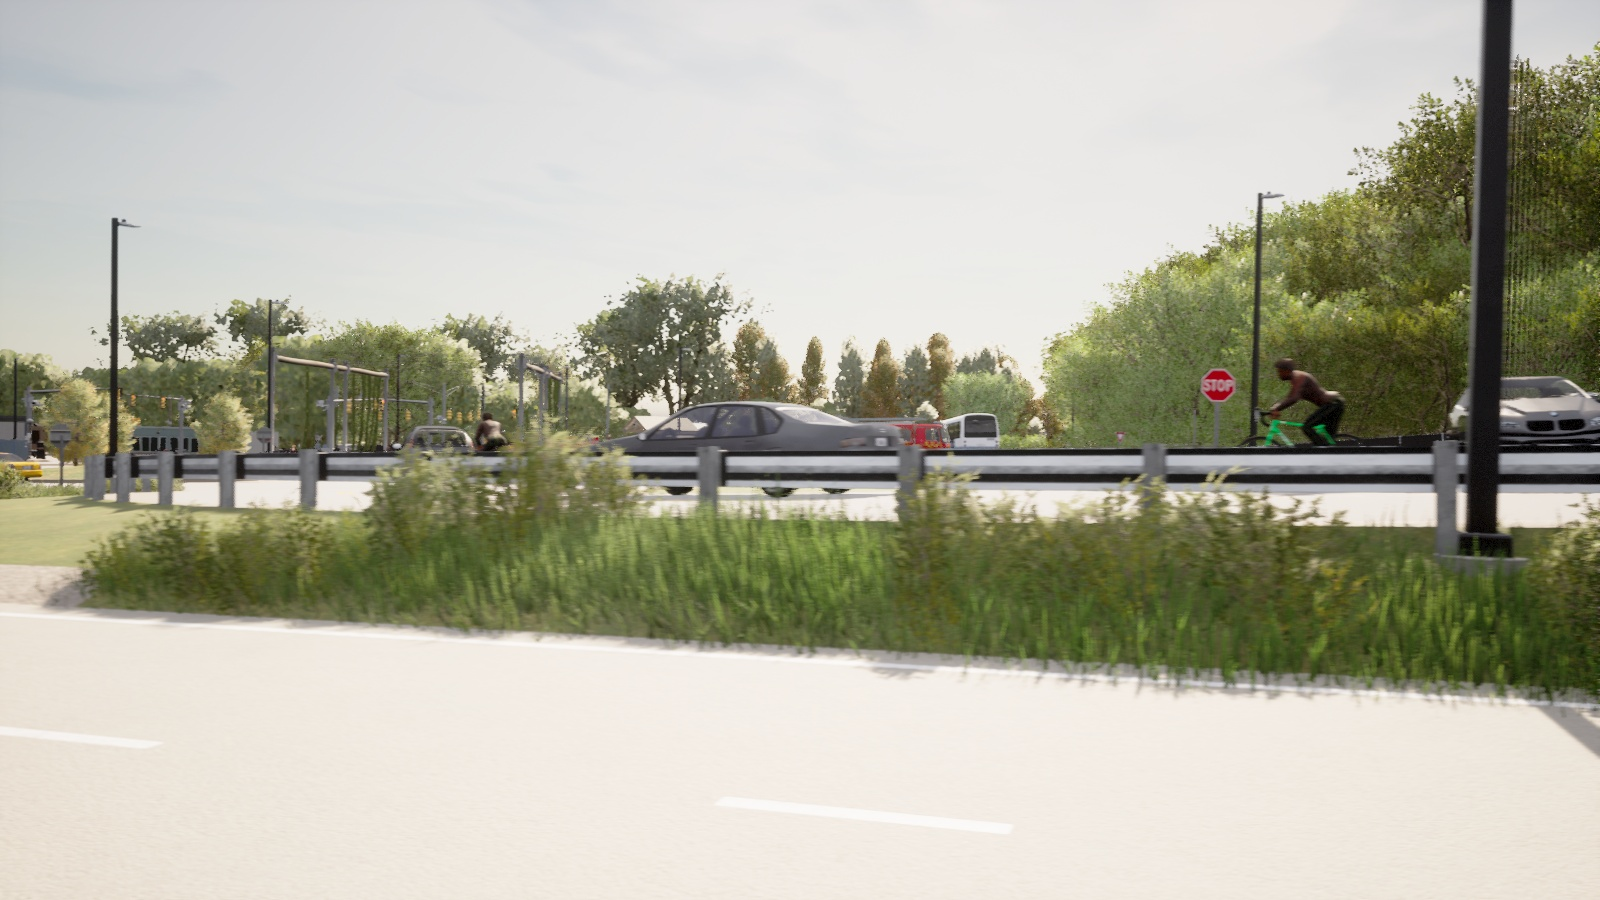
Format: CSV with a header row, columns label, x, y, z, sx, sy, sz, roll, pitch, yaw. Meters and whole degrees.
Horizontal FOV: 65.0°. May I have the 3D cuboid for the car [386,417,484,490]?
label,x,y,z,sx,sy,sz,roll,pitch,yaw
car,-8.947,0.131,30.584,1.851,1.617,3.988,1,-2,-22

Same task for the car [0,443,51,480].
label,x,y,z,sx,sy,sz,roll,pitch,yaw
car,-36.170,0.473,55.844,5.366,1.575,1.801,0,1,18

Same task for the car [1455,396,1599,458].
label,x,y,z,sx,sy,sz,roll,pitch,yaw
car,20.453,-0.649,33.677,4.902,1.511,2.128,-2,0,-14

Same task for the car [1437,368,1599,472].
label,x,y,z,sx,sy,sz,roll,pitch,yaw
car,13.393,-0.509,23.141,2.242,1.667,4.611,-2,0,18

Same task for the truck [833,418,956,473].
label,x,y,z,sx,sy,sz,roll,pitch,yaw
truck,6.821,-0.328,90.238,8.468,3.827,2.891,0,1,14

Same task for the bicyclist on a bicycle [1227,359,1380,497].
label,x,y,z,sx,sy,sz,roll,pitch,yaw
bicyclist on a bicycle,6.155,-0.260,15.429,1.656,1.620,0.582,-1,0,17

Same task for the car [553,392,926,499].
label,x,y,z,sx,sy,sz,roll,pitch,yaw
car,-0.995,-0.010,18.805,5.357,1.411,2.033,-1,-1,32
